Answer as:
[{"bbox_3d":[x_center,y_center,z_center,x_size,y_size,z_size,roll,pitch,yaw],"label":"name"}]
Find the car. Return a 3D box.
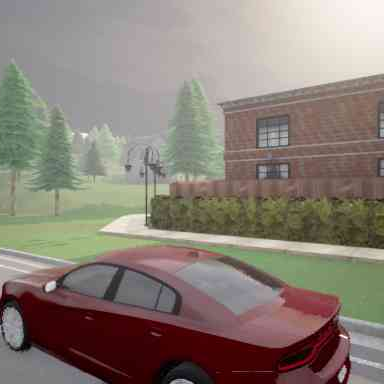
[{"bbox_3d":[-0.656,1.478,4.457,5.008,1.535,1.882,0,0,36],"label":"car"}]
